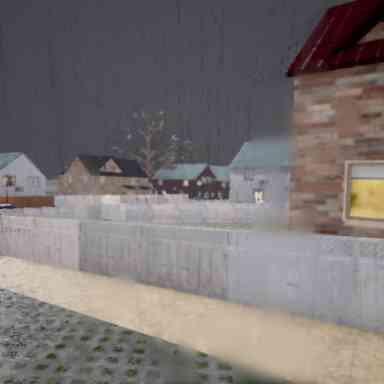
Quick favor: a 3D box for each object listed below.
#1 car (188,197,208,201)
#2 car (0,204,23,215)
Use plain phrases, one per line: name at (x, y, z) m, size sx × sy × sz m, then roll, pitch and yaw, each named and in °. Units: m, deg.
car at (0.926, 1.661, 56.365) m, size 2.128 × 1.511 × 4.902 m, roll 3°, pitch 2°, yaw 39°
car at (-15.451, 1.781, 28.027) m, size 1.882 × 1.535 × 5.008 m, roll 3°, pitch 1°, yaw 31°
